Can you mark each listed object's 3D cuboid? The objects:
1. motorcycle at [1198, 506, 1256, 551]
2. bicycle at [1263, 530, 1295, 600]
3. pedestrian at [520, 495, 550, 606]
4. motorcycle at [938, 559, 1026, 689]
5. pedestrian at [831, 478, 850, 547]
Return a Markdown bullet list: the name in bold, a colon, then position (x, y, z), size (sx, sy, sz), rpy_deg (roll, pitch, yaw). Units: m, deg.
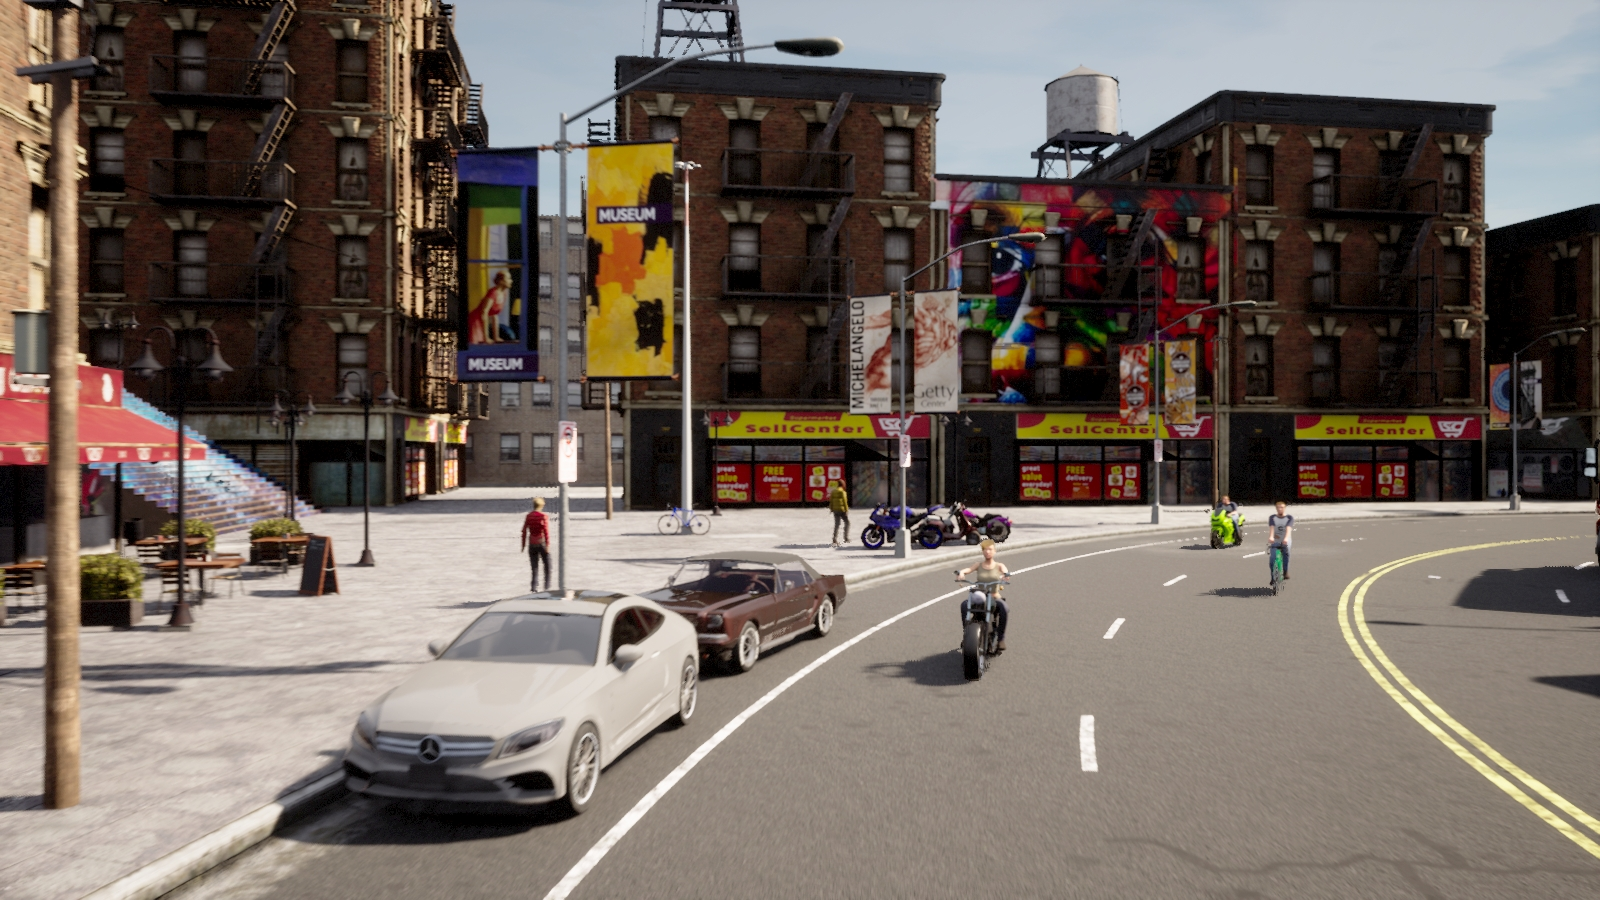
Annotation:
- **motorcycle**: position (12.179, 2.217, 32.565), size (0.803, 1.145, 2.033), rpy_deg (0, 0, 44)
- **bicycle**: position (9.312, 2.209, 22.173), size (0.373, 1.196, 1.643), rpy_deg (0, 0, 30)
- **pedestrian**: position (-4.504, 1.697, 19.427), size (0.375, 1.860, 0.375), rpy_deg (0, 0, 7)
- **motorcycle**: position (2.380, 2.171, 14.705), size (0.764, 1.277, 2.356), rpy_deg (0, 0, 18)
- **pedestrian**: position (1.101, 1.697, 31.237), size (0.375, 1.860, 0.375), rpy_deg (0, 0, 41)
